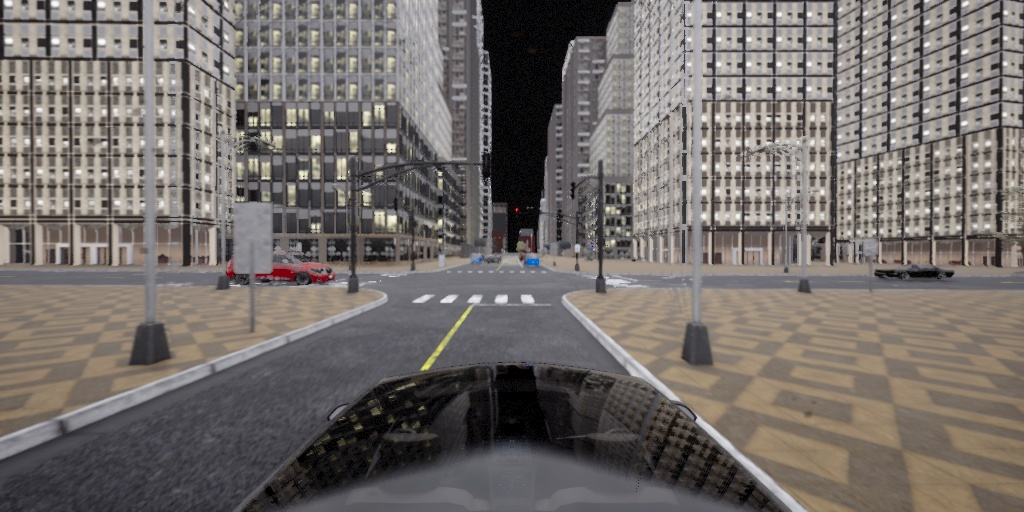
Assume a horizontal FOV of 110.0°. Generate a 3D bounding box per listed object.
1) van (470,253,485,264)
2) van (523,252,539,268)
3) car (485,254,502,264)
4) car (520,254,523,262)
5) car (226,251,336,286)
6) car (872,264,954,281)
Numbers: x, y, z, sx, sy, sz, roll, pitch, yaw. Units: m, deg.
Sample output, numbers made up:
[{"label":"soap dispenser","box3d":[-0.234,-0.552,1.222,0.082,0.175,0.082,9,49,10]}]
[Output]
[{"label":"van","box3d":[-5.784,0.428,58.064,1.690,1.789,3.998,0,0,0]},{"label":"van","box3d":[2.671,0.559,46.961,1.690,1.789,3.998,0,0,0]},{"label":"car","box3d":[-3.117,0.631,59.768,1.994,1.385,4.181,0,1,1]},{"label":"car","box3d":[2.600,0.699,52.499,1.888,1.381,4.507,0,0,0]},{"label":"car","box3d":[-13.238,0.739,20.708,5.566,2.045,2.150,2,0,-1]},{"label":"car","box3d":[31.512,1.273,28.265,4.718,1.301,1.895,0,0,-1]}]
